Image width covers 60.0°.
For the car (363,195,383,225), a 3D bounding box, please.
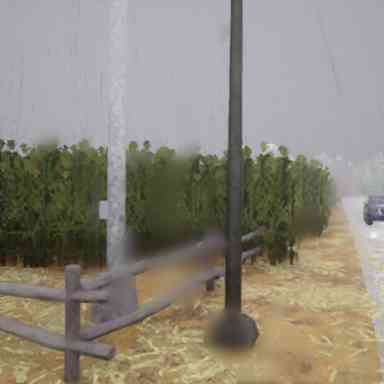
[{"bbox_3d":[13.443,1.227,23.516,2.150,2.045,5.566,1,0,24],"label":"car"}]
